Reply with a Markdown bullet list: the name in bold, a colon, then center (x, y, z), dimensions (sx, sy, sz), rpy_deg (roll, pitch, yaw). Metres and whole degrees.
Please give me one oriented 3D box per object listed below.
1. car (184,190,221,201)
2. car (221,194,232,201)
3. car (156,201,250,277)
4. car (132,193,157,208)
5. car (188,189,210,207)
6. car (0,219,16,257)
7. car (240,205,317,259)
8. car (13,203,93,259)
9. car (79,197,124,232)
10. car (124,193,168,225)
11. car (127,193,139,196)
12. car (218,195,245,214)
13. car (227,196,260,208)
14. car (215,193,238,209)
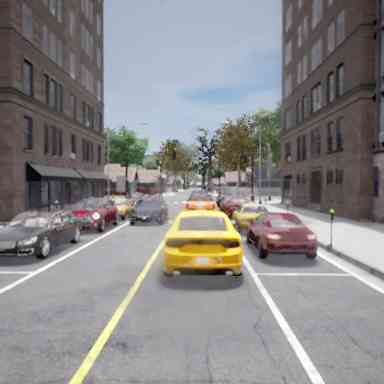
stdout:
- **car**: center (0.557, 0.859, 21.891), dimensions (2.097, 1.767, 4.553), rpy_deg (0, 1, 1)
- **car**: center (3.101, 1.048, 22.185), dimensions (1.887, 1.381, 4.507), rpy_deg (0, 1, 1)
- **car**: center (0.289, 1.258, 9.581), dimensions (1.882, 1.535, 5.008), rpy_deg (0, 1, 1)
- **car**: center (-4.680, 0.835, 33.392), dimensions (1.802, 1.307, 4.206), rpy_deg (0, 1, 1)
- **car**: center (0.745, 0.574, 34.946), dimensions (2.097, 1.767, 4.553), rpy_deg (0, 1, 1)
- **car**: center (-5.284, 1.428, 5.811), dimensions (1.947, 1.339, 4.313), rpy_deg (0, 1, 1)
- **car**: center (2.860, 1.329, 11.154), dimensions (1.802, 1.307, 4.206), rpy_deg (0, 1, 1)
- **car**: center (-5.163, 1.289, 11.326), dimensions (2.008, 1.369, 4.403), rpy_deg (0, 1, 1)
- **car**: center (-5.043, 1.056, 16.840), dimensions (1.967, 1.590, 4.097), rpy_deg (0, 1, 1)
- **car**: center (-2.436, 1.059, 19.738), dimensions (1.837, 1.490, 4.892), rpy_deg (0, 1, 1)
- **car**: center (-4.926, 1.024, 22.188), dimensions (1.752, 1.417, 4.829), rpy_deg (0, 1, 1)
- **car**: center (3.222, 0.964, 27.701), dimensions (1.802, 1.307, 4.206), rpy_deg (0, 1, 1)
- **car**: center (2.984, 1.146, 16.839), dimensions (1.752, 1.417, 4.829), rpy_deg (0, 1, 1)
- **car**: center (3.343, 0.827, 33.217), dimensions (1.947, 1.339, 4.313), rpy_deg (0, 1, 1)
